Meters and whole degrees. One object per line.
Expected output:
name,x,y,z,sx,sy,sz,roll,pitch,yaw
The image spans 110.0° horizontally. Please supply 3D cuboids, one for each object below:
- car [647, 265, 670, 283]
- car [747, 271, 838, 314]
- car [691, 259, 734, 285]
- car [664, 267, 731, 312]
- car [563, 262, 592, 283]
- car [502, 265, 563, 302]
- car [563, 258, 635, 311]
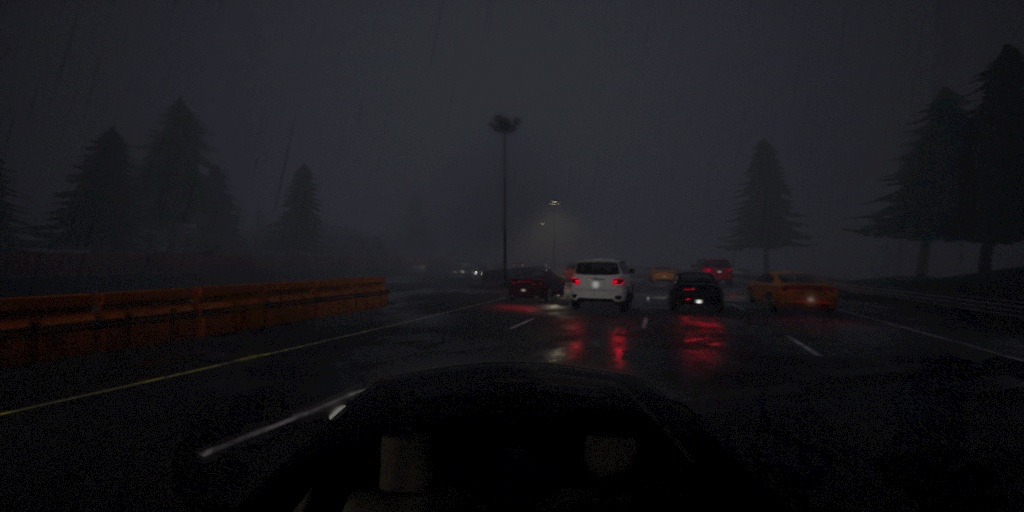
car,12.943,1.530,31.273,1.882,1.535,5.008,0,0,16
car,11.158,1.353,14.628,1.882,1.535,5.008,0,0,21
car,15.845,1.246,28.683,2.150,2.045,5.566,0,0,16
car,7.640,1.394,15.234,1.837,1.490,4.892,0,0,21
car,5.999,1.423,32.447,2.097,1.767,4.553,0,-1,16
car,1.408,1.406,18.526,1.882,1.535,5.008,0,0,21
car,4.050,1.120,15.659,2.150,2.045,5.566,0,0,22
